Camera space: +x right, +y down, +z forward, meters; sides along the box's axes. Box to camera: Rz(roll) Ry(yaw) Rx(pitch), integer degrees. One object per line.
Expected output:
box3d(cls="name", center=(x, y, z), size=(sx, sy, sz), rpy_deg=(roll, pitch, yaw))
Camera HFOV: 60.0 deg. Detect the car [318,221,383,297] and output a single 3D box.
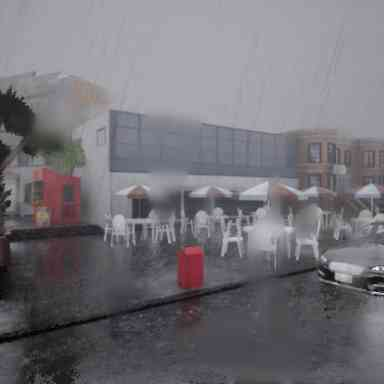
box3d(cls="car", center=(5.099, 1.487, 8.218), size=(4.902, 1.511, 2.128), rpy_deg=(0, 0, -35))
